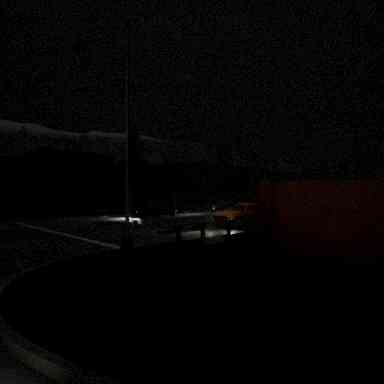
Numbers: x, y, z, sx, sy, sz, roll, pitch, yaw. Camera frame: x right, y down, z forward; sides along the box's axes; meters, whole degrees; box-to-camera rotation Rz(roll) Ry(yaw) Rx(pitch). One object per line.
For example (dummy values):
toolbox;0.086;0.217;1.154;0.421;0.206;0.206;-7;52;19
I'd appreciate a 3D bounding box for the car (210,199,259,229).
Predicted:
car;3.443;1.478;22.206;5.008;1.535;1.882;0;0;-44

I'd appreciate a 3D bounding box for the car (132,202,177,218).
car;-3.368;1.564;30.231;4.181;1.385;1.994;0;0;-44

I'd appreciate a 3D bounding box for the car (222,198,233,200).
car;4.090;1.491;37.531;4.902;1.511;2.128;0;0;-44
